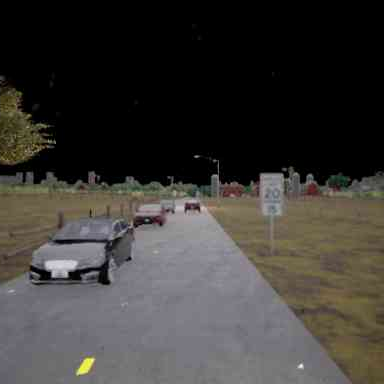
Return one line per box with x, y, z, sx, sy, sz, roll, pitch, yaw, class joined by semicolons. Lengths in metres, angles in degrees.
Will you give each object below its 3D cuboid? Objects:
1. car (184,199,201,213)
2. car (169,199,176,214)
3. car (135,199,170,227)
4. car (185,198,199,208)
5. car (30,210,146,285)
0.053;1.547;38.756;1.882;1.535;5.008;0;0;0;car
-2.761;1.570;36.504;1.837;1.490;4.892;0;0;0;car
-2.817;1.513;23.314;1.882;1.535;5.008;0;0;0;car
0.072;1.663;49.664;1.994;1.385;4.181;0;0;0;car
-2.840;1.504;9.601;2.128;1.511;4.902;0;0;0;car
